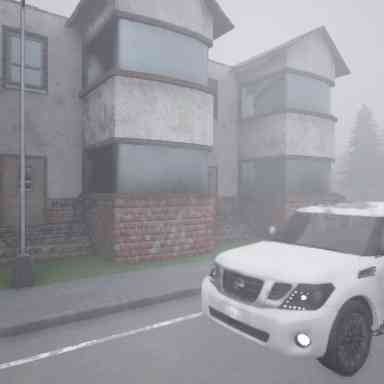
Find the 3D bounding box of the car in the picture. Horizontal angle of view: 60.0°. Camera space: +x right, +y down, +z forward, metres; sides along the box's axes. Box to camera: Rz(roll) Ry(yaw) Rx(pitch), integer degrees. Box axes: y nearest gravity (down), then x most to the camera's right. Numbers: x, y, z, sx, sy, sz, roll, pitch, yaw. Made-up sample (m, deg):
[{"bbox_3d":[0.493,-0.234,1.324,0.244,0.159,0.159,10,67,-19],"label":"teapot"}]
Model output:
[{"bbox_3d":[2.826,1.221,5.911,5.566,2.045,2.150,0,0,-34],"label":"car"}]
